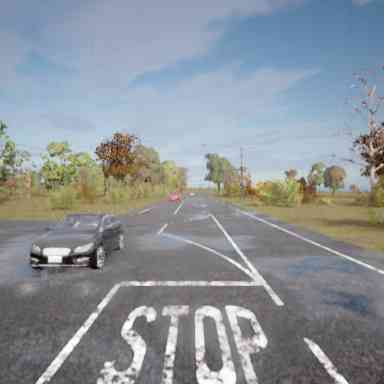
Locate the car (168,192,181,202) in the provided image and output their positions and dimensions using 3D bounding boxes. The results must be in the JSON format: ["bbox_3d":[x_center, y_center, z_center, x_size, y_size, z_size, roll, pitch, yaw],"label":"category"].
[{"bbox_3d":[-3.462,0.936,65.831,2.150,2.045,5.566,0,0,0],"label":"car"}]

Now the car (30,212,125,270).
[{"bbox_3d":[-3.501,1.447,10.978,2.128,1.511,4.902,0,0,0],"label":"car"}]
